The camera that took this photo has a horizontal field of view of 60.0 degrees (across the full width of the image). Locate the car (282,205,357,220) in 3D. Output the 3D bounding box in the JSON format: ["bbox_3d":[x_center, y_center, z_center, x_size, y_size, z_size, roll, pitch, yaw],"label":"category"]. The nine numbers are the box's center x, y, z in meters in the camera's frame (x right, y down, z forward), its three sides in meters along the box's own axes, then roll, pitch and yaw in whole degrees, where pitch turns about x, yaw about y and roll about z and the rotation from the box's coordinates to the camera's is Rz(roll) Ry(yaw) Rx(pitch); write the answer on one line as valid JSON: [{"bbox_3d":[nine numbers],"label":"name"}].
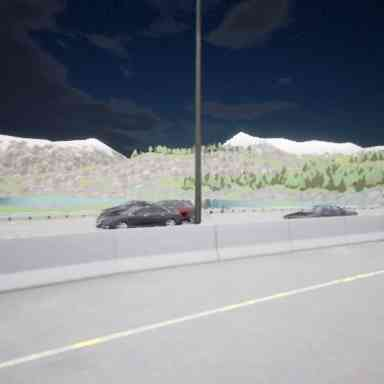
[{"bbox_3d":[8.185,1.531,21.046,5.357,1.411,2.033,0,0,-28],"label":"car"}]

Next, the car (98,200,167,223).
[{"bbox_3d":[-4.574,1.449,25.824,4.892,1.490,1.837,0,0,-31],"label":"car"}]

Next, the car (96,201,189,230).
[{"bbox_3d":[-2.865,1.466,18.656,4.892,1.490,1.837,0,0,-32],"label":"car"}]

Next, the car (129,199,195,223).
[{"bbox_3d":[-1.810,1.307,23.391,4.553,1.767,2.097,0,0,-30],"label":"car"}]
